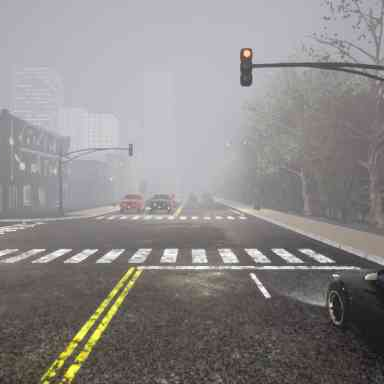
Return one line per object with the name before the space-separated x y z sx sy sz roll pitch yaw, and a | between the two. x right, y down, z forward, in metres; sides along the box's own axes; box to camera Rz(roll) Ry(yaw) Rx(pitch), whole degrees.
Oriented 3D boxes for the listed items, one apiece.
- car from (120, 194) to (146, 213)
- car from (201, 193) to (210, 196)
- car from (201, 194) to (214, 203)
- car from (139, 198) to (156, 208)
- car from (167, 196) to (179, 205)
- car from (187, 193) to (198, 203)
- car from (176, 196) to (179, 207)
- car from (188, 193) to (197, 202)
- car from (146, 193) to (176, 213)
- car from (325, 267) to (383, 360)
car | -6.568 1.211 37.382 2.150 2.045 5.566 0 0 0
car | 3.315 1.195 76.863 2.150 2.045 5.566 0 0 0
car | 3.408 1.576 66.883 1.895 1.301 4.718 0 0 0
car | -6.555 1.547 49.125 1.994 1.385 4.181 0 0 0
car | -3.292 1.457 58.402 1.882 1.535 5.008 0 0 1
car | 0.159 1.452 67.922 1.882 1.535 5.008 0 0 0
car | -3.298 1.206 47.341 2.150 2.045 5.566 0 0 1
car | 0.067 1.194 78.115 2.150 2.045 5.566 0 0 0
car | -3.321 1.210 36.629 2.150 2.045 5.566 0 0 0
car | 3.353 1.563 4.245 1.994 1.385 4.181 0 0 0
